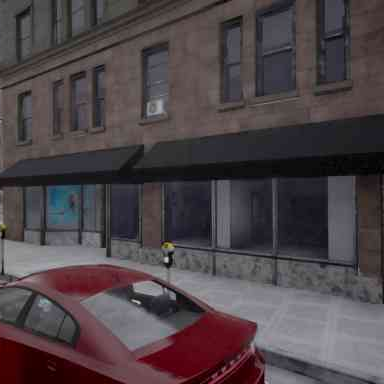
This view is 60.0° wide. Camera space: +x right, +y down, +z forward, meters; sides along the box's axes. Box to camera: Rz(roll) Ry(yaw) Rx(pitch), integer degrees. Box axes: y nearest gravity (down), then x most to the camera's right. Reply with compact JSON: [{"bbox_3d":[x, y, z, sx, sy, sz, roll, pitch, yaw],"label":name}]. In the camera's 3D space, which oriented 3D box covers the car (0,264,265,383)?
[{"bbox_3d":[-1.416,1.545,3.876,4.507,1.381,1.887,0,0,36],"label":"car"}]
